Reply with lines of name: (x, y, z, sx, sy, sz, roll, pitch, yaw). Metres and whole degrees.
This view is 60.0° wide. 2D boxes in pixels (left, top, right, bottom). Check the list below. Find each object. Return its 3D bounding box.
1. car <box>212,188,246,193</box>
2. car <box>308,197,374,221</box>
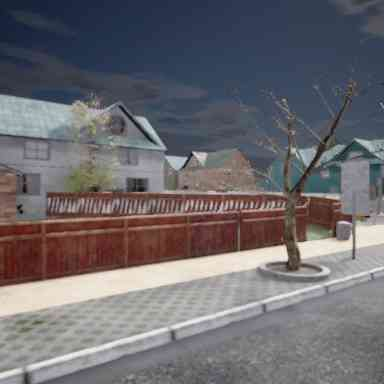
car: (3.919, 0.628, 31.563, 2.150, 2.045, 5.566, 1, 1, -35)
car: (9.911, 1.118, 23.148, 1.882, 1.535, 5.008, 1, 1, -35)
